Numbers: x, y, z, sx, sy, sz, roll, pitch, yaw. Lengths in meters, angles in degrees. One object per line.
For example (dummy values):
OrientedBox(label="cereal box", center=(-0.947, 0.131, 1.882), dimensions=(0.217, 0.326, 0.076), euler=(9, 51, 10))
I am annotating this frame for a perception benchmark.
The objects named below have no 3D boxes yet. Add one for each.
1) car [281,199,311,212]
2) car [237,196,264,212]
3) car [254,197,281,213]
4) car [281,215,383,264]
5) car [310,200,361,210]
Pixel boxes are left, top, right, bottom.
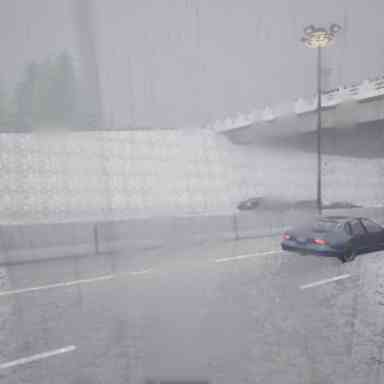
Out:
OrientedBox(label="car", center=(11.657, 1.540, 33.708), dimensions=(4.892, 1.490, 1.837), euler=(0, 0, -35))
OrientedBox(label="car", center=(7.475, 1.380, 39.321), dimensions=(4.553, 1.767, 2.097), euler=(0, 0, -35))
OrientedBox(label="car", center=(9.377, 1.557, 36.382), dimensions=(4.674, 1.442, 1.812), euler=(0, 0, -35))
OrientedBox(label="car", center=(5.533, 1.563, 11.967), dimensions=(5.357, 1.411, 2.033), euler=(0, 0, -35))
OrientedBox(label="car", center=(13.676, 1.586, 30.852), dimensions=(5.357, 1.411, 2.033), euler=(0, 0, -35))
